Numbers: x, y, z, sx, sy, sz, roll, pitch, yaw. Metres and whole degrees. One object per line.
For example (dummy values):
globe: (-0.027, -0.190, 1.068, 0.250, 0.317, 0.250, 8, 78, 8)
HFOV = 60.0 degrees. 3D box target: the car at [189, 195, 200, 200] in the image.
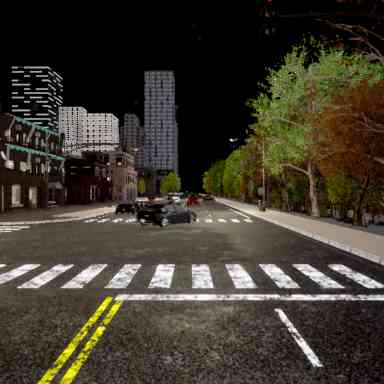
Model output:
car: (0.205, 1.507, 52.288, 1.812, 1.442, 4.674, 0, 0, 0)

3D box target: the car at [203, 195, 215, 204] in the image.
car: (3.480, 1.468, 64.015, 2.128, 1.511, 4.902, 0, 0, 0)

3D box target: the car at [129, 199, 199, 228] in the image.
car: (-1.595, 1.500, 22.213, 1.837, 1.490, 4.892, 3, 2, 36)

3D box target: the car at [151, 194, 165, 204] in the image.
car: (-6.425, 1.329, 62.643, 2.097, 1.767, 4.553, 0, 0, 1)

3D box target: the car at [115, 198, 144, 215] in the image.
car: (-6.524, 1.553, 33.955, 1.994, 1.385, 4.181, 0, 0, 0)

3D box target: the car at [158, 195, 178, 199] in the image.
car: (-3.244, 1.490, 44.504, 1.837, 1.490, 4.892, 0, 0, 0)

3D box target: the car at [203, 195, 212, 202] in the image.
car: (3.399, 1.448, 74.284, 1.882, 1.535, 5.008, 0, 0, 0)

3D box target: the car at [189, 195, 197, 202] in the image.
car: (0.165, 1.494, 75.619, 1.812, 1.442, 4.674, 0, 0, 0)

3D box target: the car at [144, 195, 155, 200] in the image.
car: (-6.504, 1.477, 42.832, 2.128, 1.511, 4.902, 0, 0, 0)

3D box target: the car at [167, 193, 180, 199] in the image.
car: (-3.206, 1.202, 55.229, 2.150, 2.045, 5.566, 0, 0, 1)

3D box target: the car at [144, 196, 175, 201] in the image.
car: (-3.272, 1.481, 34.262, 2.128, 1.511, 4.902, 0, 0, 0)
